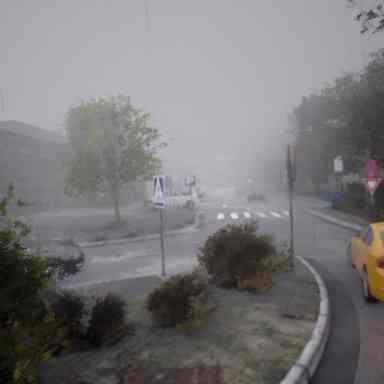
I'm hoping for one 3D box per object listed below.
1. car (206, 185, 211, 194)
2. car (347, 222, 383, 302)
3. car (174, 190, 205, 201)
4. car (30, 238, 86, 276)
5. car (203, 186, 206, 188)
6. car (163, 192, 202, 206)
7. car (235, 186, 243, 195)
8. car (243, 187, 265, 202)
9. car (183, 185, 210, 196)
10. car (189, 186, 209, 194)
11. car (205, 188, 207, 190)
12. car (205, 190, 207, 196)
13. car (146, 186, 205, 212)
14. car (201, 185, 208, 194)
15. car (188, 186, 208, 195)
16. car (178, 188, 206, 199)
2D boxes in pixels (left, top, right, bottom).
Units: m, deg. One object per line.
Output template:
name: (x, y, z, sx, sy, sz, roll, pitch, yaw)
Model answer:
car: (0.446, -0.109, 67.209, 5.566, 2.045, 2.435, -3, 1, -16)
car: (4.960, 1.428, 7.910, 1.882, 1.535, 5.008, -2, 0, 20)
car: (-0.442, 0.519, 55.231, 4.674, 1.452, 2.002, -3, 1, -16)
car: (-5.580, 1.877, 9.359, 4.902, 1.511, 2.128, -3, 2, -23)
car: (-0.698, 0.440, 52.230, 4.553, 1.767, 2.185, -3, 1, -16)
car: (-1.301, 0.861, 43.252, 4.674, 1.452, 2.002, -4, 1, -16)
car: (9.945, -0.403, 68.663, 2.097, 1.767, 4.553, -2, 1, 4)
car: (8.268, 0.293, 43.725, 2.097, 1.767, 4.553, -2, 1, 4)
car: (1.094, -0.350, 76.199, 5.566, 2.045, 2.435, -4, 1, -16)
car: (1.710, -0.456, 85.155, 4.553, 1.767, 2.185, -3, 1, -16)
car: (-0.866, 0.649, 49.235, 5.008, 1.535, 2.097, -4, 2, -16)
car: (-1.328, 0.892, 40.305, 5.366, 1.575, 1.946, -3, 1, -16)
car: (-1.955, 0.828, 34.237, 5.566, 2.045, 2.435, -3, 2, -16)
car: (-0.198, 0.266, 58.224, 4.553, 1.767, 2.185, -3, 2, -16)
car: (1.492, -0.379, 82.162, 4.553, 1.767, 2.185, -3, 1, -16)
car: (0.020, 0.182, 61.216, 4.553, 1.767, 2.185, -3, 2, -16)
